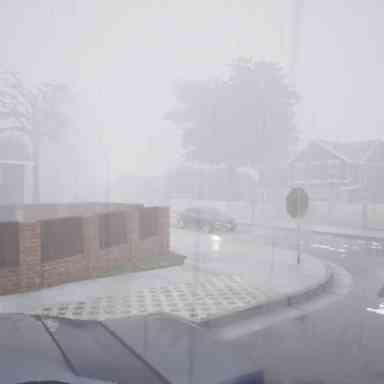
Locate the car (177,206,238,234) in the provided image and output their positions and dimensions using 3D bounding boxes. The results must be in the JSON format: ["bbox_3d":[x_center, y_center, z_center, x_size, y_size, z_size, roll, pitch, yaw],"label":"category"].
[{"bbox_3d":[0.802,1.649,20.452,1.837,1.490,4.892,1,-1,-32],"label":"car"}]

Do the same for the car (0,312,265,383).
[{"bbox_3d":[-1.891,1.548,1.598,5.357,1.411,2.033,0,0,-35],"label":"car"}]

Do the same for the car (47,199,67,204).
[{"bbox_3d":[-19.079,1.764,47.282,2.097,1.767,4.553,1,-2,-42],"label":"car"}]
